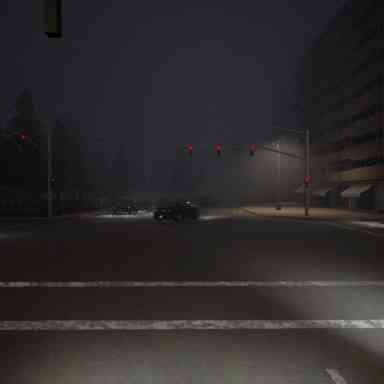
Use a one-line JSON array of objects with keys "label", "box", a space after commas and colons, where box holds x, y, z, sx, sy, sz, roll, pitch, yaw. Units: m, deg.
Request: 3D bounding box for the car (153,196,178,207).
[{"label": "car", "box": [-4.269, 1.491, 53.968, 2.128, 1.511, 4.902, 0, 0, 20]}]

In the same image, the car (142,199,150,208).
[{"label": "car", "box": [-6.398, 1.601, 44.125, 1.895, 1.301, 4.718, 0, 0, 6]}]

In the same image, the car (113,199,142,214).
[{"label": "car", "box": [-6.945, 1.526, 35.047, 1.812, 1.442, 4.674, 0, 0, 2]}]

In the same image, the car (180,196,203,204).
[{"label": "car", "box": [-0.010, 1.491, 63.127, 2.128, 1.511, 4.902, 0, 0, 32]}]

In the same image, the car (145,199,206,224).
[{"label": "car", "box": [-1.104, 1.521, 25.416, 2.128, 1.511, 4.902, 0, 0, 26]}]

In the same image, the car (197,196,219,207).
[{"label": "car", "box": [2.827, 1.352, 52.860, 2.097, 1.767, 4.553, 0, 0, 19]}]

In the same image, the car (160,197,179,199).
[{"label": "car", "box": [-3.208, 1.491, 40.629, 2.128, 1.511, 4.902, 0, 0, 4]}]

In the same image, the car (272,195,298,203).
[{"label": "car", "box": [18.520, 1.478, 67.542, 5.008, 1.535, 1.882, 0, 0, -33]}]

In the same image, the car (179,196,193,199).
[{"label": "car", "box": [-1.891, 1.547, 50.358, 2.033, 1.411, 5.357, 0, 0, 15]}]

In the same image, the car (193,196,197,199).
[{"label": "car", "box": [2.003, 1.601, 59.585, 1.895, 1.301, 4.718, 0, 0, 31]}]
